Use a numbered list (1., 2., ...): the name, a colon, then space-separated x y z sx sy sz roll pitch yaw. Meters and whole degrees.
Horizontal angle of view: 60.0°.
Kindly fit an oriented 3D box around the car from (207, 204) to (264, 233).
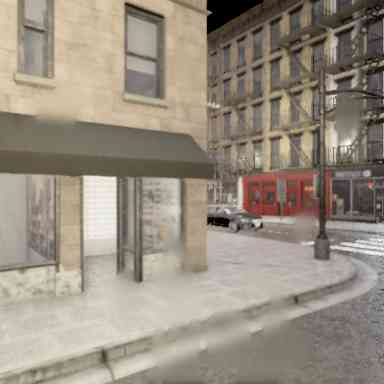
1. car: 2.086 1.489 19.722 2.128 1.511 4.902 0 0 -36
